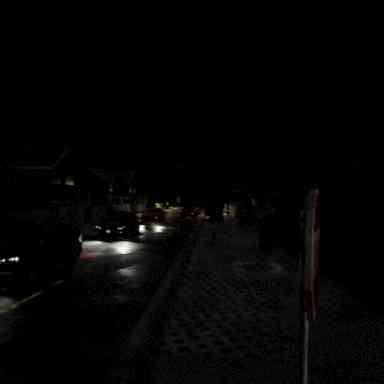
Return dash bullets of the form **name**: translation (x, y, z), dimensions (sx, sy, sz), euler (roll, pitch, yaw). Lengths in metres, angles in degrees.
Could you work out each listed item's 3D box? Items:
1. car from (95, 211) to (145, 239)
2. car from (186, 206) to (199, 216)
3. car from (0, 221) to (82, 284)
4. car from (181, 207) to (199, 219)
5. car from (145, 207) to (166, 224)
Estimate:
- **car**: translation (-4.445, 1.979, 20.587), dimensions (1.837, 1.490, 4.892), euler (1, -2, 3)
- **car**: translation (0.134, 2.927, 52.146), dimensions (1.895, 1.301, 4.718), euler (1, -1, 3)
- **car**: translation (-4.990, 1.693, 10.285), dimensions (2.128, 1.511, 4.902), euler (1, -1, 3)
- **car**: translation (-0.356, 2.629, 42.216), dimensions (2.033, 1.411, 5.357), euler (1, -1, 4)
- **car**: translation (-3.763, 2.268, 32.779), dimensions (1.882, 1.535, 5.008), euler (1, -1, 3)
